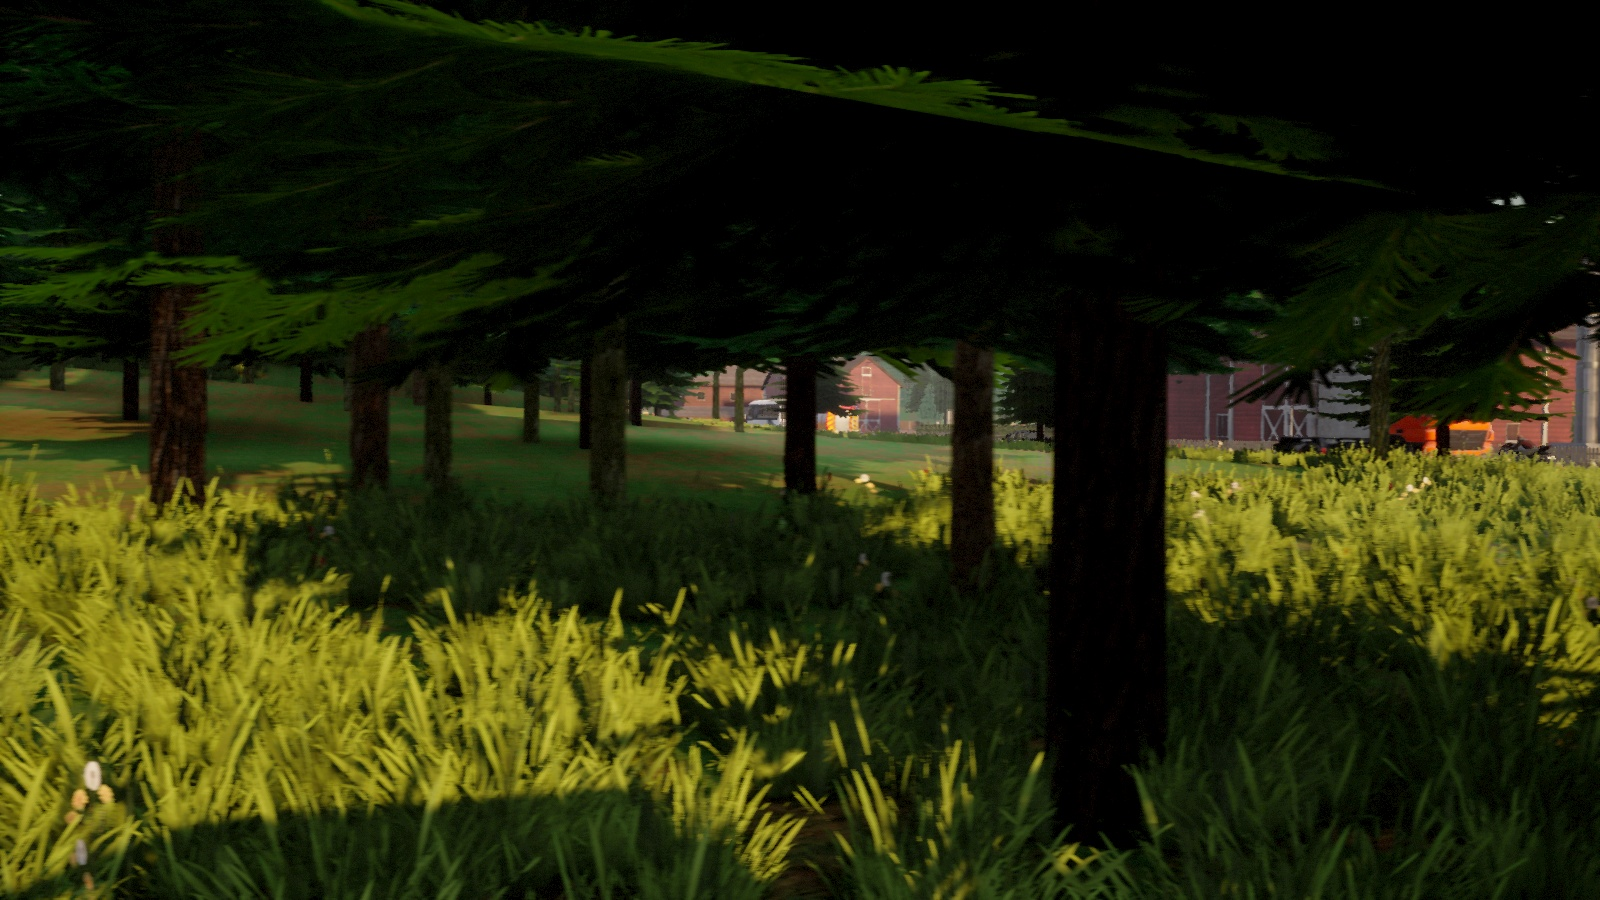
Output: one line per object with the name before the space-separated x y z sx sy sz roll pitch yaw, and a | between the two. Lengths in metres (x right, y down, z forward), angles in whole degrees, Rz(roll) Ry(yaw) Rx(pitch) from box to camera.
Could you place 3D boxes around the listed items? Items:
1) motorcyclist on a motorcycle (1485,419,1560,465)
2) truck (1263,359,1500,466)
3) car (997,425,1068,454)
motorcyclist on a motorcycle | 24.863 -0.280 43.255 0.866 1.530 2.191 -1 1 -20
truck | 20.502 -1.277 44.919 2.891 3.462 7.936 -1 1 -20
car | 12.376 -0.552 66.985 1.816 1.474 4.193 -1 1 -20
